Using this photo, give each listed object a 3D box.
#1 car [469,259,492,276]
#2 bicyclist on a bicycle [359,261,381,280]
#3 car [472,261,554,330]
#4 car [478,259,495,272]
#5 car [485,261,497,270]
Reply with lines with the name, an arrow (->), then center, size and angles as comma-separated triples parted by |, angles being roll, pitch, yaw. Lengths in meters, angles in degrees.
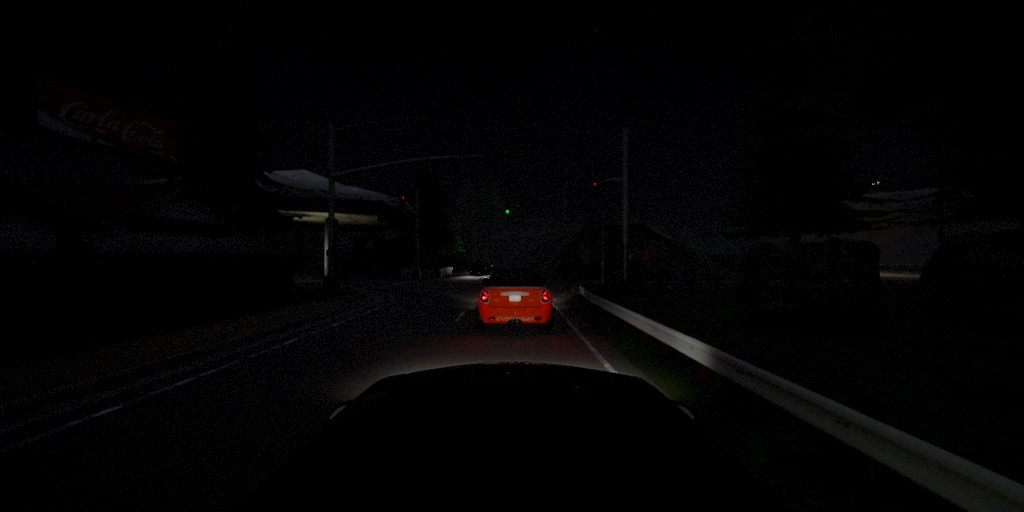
car -> -3.573, 1.273, 40.481 | 2.097, 1.767, 4.553 | 0, 0, 0
bicyclist on a bicycle -> -11.756, 1.220, 29.704 | 1.656, 1.620, 0.582 | 1, -3, -19
car -> 0.090, 1.144, 11.490 | 2.097, 1.767, 4.553 | 0, 0, 0
car -> -3.565, 1.317, 50.526 | 2.097, 1.767, 4.553 | 0, 0, 0
car -> -3.541, 1.535, 60.610 | 1.812, 1.442, 4.674 | 0, 0, 0
